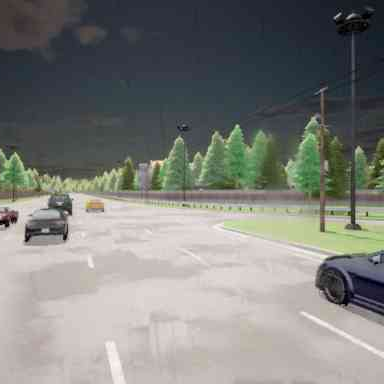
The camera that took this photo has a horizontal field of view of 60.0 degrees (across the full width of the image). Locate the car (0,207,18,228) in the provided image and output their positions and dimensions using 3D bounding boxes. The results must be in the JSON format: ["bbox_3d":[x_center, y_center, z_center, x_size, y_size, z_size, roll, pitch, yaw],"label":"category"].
[{"bbox_3d":[-12.791,1.606,22.004,1.895,1.301,4.718,0,0,-20],"label":"car"}]

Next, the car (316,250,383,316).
[{"bbox_3d":[4.166,1.564,5.774,1.994,1.385,4.181,0,0,-20],"label":"car"}]

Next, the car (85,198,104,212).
[{"bbox_3d":[-11.358,1.484,38.789,1.882,1.535,5.008,0,0,-20],"label":"car"}]

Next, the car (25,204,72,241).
[{"bbox_3d":[-7.155,1.529,16.650,1.812,1.442,4.674,0,0,-20],"label":"car"}]

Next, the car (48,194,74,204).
[{"bbox_3d":[-12.913,1.226,32.711,2.150,2.045,5.566,0,0,-20],"label":"car"}]
